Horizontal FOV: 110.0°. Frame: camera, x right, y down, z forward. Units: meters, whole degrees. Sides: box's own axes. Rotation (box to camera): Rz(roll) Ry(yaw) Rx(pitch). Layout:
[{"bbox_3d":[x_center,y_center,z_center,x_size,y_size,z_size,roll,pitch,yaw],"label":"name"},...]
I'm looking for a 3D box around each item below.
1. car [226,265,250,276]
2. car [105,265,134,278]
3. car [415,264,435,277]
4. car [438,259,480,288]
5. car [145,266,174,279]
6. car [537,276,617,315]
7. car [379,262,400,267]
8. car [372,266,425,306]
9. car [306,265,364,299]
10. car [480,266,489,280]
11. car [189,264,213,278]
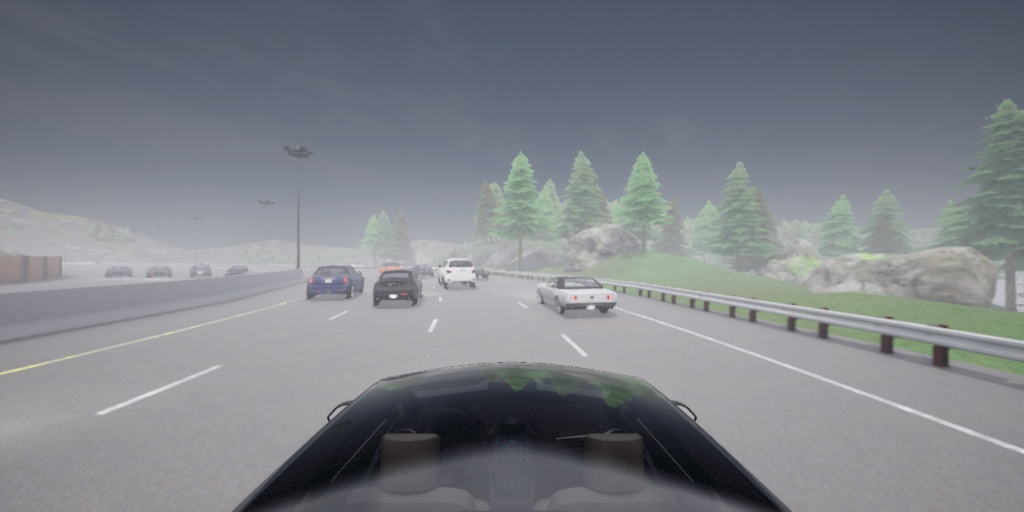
[{"bbox_3d":[-29.033,1.694,38.155,2.033,1.411,5.357,0,-1,-33],"label":"car"},{"bbox_3d":[-44.416,1.772,40.655,1.994,1.385,4.181,0,-1,-44],"label":"car"},{"bbox_3d":[-10.370,1.671,41.059,2.033,1.411,5.357,0,-1,-28],"label":"car"},{"bbox_3d":[-4.111,1.201,26.202,2.150,2.045,5.566,0,0,-17],"label":"car"},{"bbox_3d":[-38.965,1.750,39.749,1.994,1.385,4.181,0,-1,-40],"label":"car"},{"bbox_3d":[2.322,1.456,14.278,1.895,1.301,4.718,0,-1,-9],"label":"car"},{"bbox_3d":[-13.224,1.463,38.903,2.097,1.767,4.553,0,-1,-27],"label":"car"},{"bbox_3d":[-5.290,1.403,16.943,1.837,1.490,4.892,0,-1,-11],"label":"car"},{"bbox_3d":[-9.526,1.285,19.696,2.097,1.767,4.553,0,-1,-13],"label":"car"},{"bbox_3d":[-3.873,1.660,35.703,1.895,1.301,4.718,0,-1,-23],"label":"car"},{"bbox_3d":[-35.612,1.682,41.150,2.128,1.511,4.902,0,-1,-39],"label":"car"}]
